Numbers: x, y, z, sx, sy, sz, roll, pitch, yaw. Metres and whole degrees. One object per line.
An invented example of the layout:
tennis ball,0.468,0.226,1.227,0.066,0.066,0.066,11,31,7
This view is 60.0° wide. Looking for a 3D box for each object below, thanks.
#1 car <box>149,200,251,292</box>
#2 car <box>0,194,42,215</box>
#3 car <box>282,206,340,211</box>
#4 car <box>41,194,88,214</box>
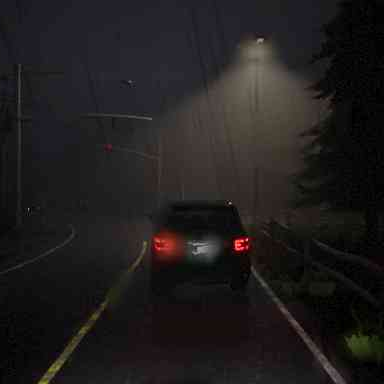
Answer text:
car,0.010,1.221,9.128,2.150,2.045,5.566,0,0,-5
car,-17.568,1.221,34.203,5.566,2.045,2.150,0,0,30
car,10.708,1.628,30.204,4.718,1.301,1.895,0,0,0
car,-13.523,1.221,35.886,5.566,2.045,2.150,0,0,38
